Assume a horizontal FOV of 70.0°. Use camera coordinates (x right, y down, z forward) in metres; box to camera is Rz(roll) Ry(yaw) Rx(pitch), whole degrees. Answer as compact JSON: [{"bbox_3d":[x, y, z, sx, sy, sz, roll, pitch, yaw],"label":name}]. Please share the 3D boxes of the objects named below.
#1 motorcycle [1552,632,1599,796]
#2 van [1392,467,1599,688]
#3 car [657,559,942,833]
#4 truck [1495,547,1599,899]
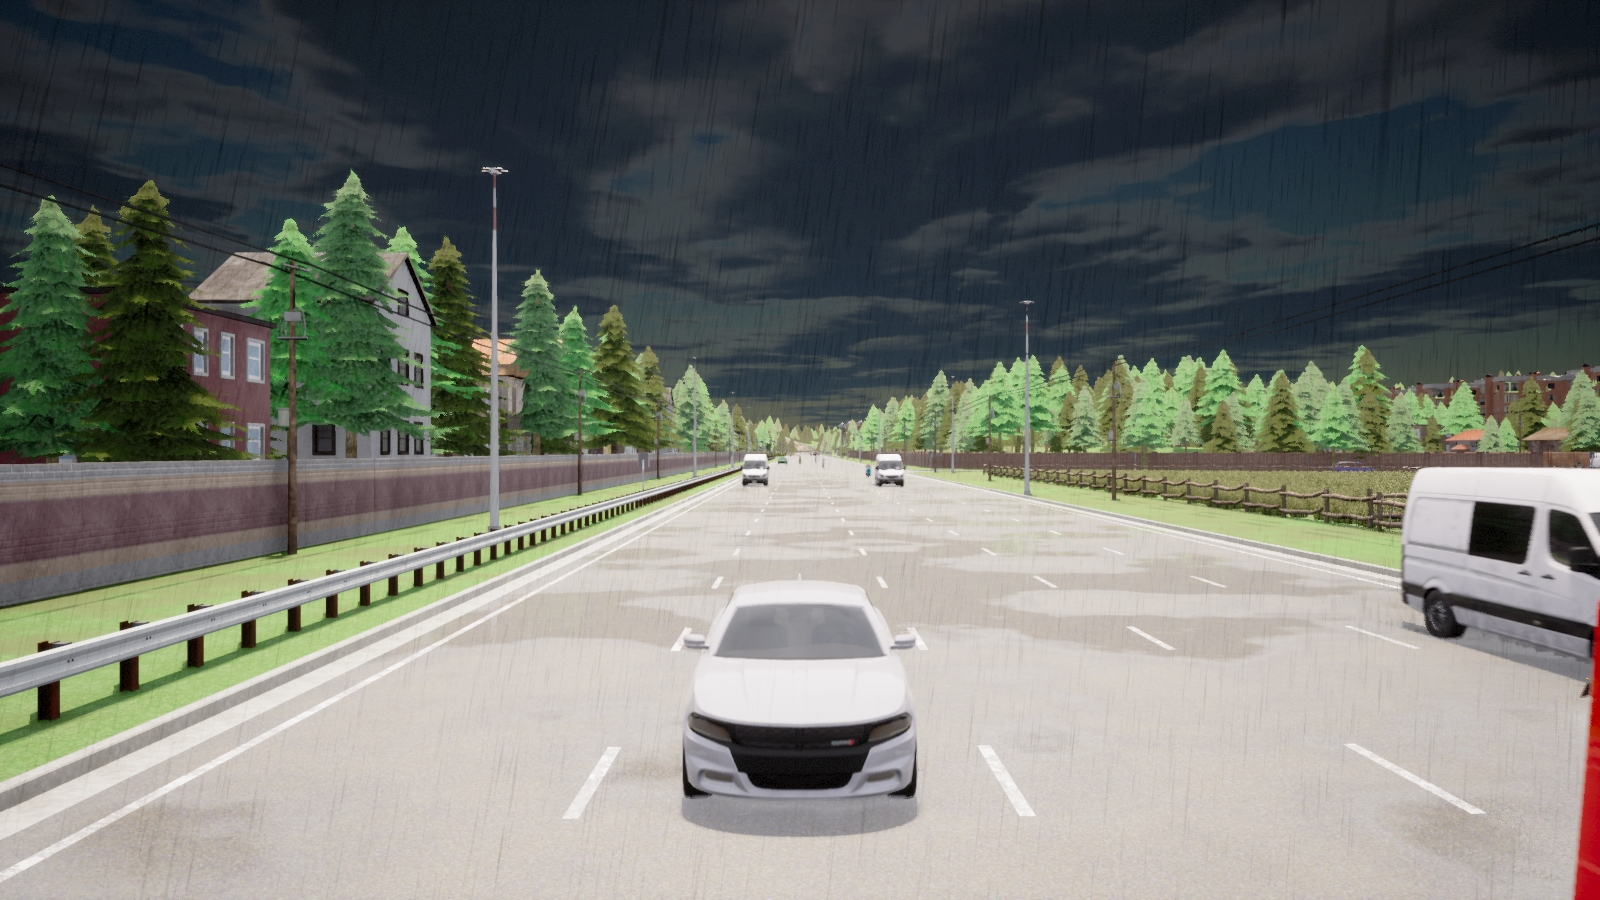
[{"bbox_3d":[6.998,2.212,8.865,0.867,1.251,2.209,0,0,0],"label":"motorcycle"},{"bbox_3d":[10.494,1.545,15.365,1.988,2.561,5.915,0,0,0],"label":"van"},{"bbox_3d":[-0.002,2.042,10.898,2.097,1.535,5.006,0,0,0],"label":"car"},{"bbox_3d":[3.609,1.567,1.233,2.627,2.467,5.204,0,0,1],"label":"truck"}]
